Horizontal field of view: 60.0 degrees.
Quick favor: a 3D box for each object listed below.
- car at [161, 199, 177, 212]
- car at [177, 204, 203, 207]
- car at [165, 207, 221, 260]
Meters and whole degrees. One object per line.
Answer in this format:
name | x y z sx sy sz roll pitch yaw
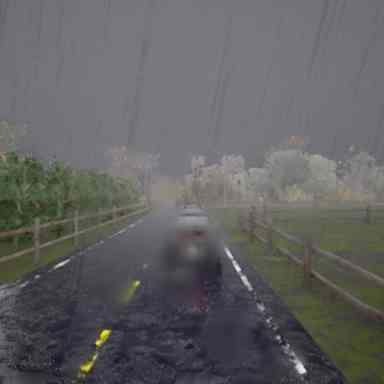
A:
car | -2.809 1.622 41.391 2.128 1.511 4.902 0 0 0
car | 0.038 1.652 27.782 1.994 1.385 4.181 0 0 1
car | 0.042 1.546 12.594 1.837 1.490 4.892 0 0 0
